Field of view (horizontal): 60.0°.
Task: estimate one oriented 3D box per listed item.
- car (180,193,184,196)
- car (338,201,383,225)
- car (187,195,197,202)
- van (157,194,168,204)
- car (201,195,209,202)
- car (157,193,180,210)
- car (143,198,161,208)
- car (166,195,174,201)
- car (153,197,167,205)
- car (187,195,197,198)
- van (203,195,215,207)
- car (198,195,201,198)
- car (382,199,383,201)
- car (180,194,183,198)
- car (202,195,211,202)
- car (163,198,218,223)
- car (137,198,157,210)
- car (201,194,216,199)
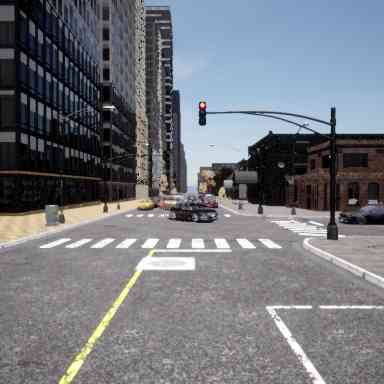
[{"bbox_3d":[-2.983,1.195,71.172,2.150,2.045,5.566,0,0,0],"label":"car"},{"bbox_3d":[13.851,1.662,24.690,5.357,1.411,2.033,1,1,2],"label":"car"},{"bbox_3d":[0.019,1.430,78.857,2.128,1.511,4.902,0,0,0],"label":"car"},{"bbox_3d":[-5.657,1.327,64.502,1.690,1.788,3.998,-1,0,0],"label":"van"},{"bbox_3d":[3.165,1.488,80.422,1.837,1.490,4.892,0,0,0],"label":"car"},{"bbox_3d":[-3.089,1.341,43.173,2.097,1.767,4.553,0,0,0],"label":"car"},{"bbox_3d":[-5.657,1.555,47.569,1.947,1.339,4.313,-1,0,0],"label":"car"},{"bbox_3d":[-5.648,1.509,86.909,1.752,1.417,4.829,-1,0,0],"label":"car"},{"bbox_3d":[-5.655,1.553,58.859,1.947,1.339,4.313,-1,0,0],"label":"car"},{"bbox_3d":[0.016,1.339,70.043,2.097,1.767,4.553,0,0,0],"label":"car"},{"bbox_3d":[2.687,1.329,53.157,1.690,1.788,3.998,-1,0,0],"label":"van"},{"bbox_3d":[2.688,1.302,58.801,2.192,1.841,5.009,-1,0,0],"label":"car"},{"bbox_3d":[16.532,1.415,27.221,5.009,1.841,2.192,1,0,1],"label":"car"},{"bbox_3d":[-3.070,1.550,57.211,1.994,1.385,4.181,0,0,0],"label":"car"},{"bbox_3d":[3.163,1.488,73.421,1.837,1.490,4.892,0,0,0],"label":"car"},{"bbox_3d":[0.033,1.499,25.868,1.837,1.490,4.892,-2,1,-35],"label":"car"},{"bbox_3d":[-5.830,1.515,41.756,1.752,1.417,4.829,-1,0,0],"label":"car"},{"bbox_3d":[2.688,1.429,47.513,1.967,1.590,4.097,-1,0,0],"label":"car"}]
